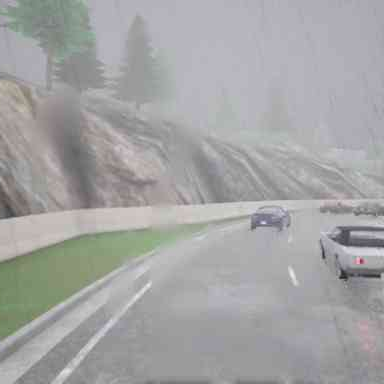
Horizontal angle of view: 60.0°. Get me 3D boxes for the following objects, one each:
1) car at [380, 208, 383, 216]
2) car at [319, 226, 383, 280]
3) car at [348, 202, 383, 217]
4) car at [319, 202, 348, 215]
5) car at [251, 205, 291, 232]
[{"bbox_3d":[10.771,1.688,16.326,1.895,1.301,4.718,0,0,22],"label":"car"},{"bbox_3d":[4.987,1.641,9.786,1.895,1.301,4.718,0,0,13],"label":"car"},{"bbox_3d":[17.591,1.691,32.657,5.357,1.411,2.033,0,0,-45],"label":"car"},{"bbox_3d":[15.561,1.728,35.767,4.718,1.301,1.895,0,0,-45],"label":"car"},{"bbox_3d":[4.971,1.566,20.753,1.812,1.442,4.674,0,0,24],"label":"car"}]
